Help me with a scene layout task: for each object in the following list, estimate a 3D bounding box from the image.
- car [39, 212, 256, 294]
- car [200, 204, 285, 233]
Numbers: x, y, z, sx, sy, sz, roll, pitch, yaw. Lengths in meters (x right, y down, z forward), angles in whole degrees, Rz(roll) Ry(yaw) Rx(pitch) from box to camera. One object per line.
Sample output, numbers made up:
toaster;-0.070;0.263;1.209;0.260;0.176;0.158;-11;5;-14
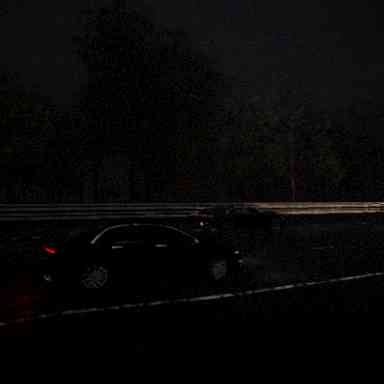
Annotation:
car;-1.085;1.400;8.216;4.892;1.490;1.837;1;1;-24
car;2.678;1.397;17.626;4.902;1.511;2.128;1;0;-24
